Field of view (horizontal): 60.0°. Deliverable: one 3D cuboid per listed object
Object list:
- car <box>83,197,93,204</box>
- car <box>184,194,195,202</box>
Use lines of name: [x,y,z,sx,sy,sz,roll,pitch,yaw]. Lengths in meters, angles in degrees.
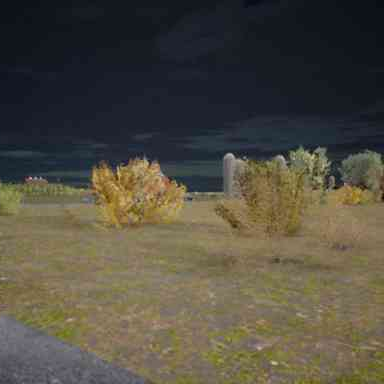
car: [-16.547,1.269,57.557,2.128,1.511,4.902,0,-1,36]
car: [-1.202,1.195,72.984,2.097,1.767,4.553,0,-1,35]
